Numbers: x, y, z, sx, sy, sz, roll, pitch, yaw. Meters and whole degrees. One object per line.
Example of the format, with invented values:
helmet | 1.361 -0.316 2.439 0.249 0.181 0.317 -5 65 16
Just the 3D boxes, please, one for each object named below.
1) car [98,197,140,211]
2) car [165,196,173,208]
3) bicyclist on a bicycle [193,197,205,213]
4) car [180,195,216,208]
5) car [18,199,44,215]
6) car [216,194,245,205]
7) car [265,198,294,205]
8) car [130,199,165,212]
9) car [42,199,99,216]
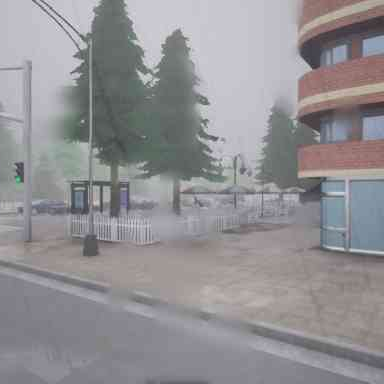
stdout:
car | -8.844 1.422 40.638 1.882 1.535 5.008 0 0 38
car | -2.251 1.296 48.340 4.553 1.767 2.097 0 0 -43
bicyclist on a bicycle | 0.424 1.245 27.312 1.656 1.620 0.582 0 0 36
car | 0.816 1.508 46.492 4.181 1.385 1.994 0 0 -43
car | -14.562 1.422 32.967 1.882 1.535 5.008 0 0 36
car | 6.150 1.166 55.006 5.566 2.045 2.150 0 0 -31
car | 13.351 1.545 50.751 4.718 1.301 1.895 0 0 -26
car | -5.796 1.545 38.933 1.895 1.301 4.718 0 0 37
car | -11.265 1.545 31.573 1.895 1.301 4.718 0 0 36
